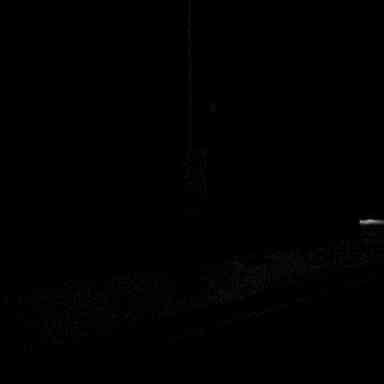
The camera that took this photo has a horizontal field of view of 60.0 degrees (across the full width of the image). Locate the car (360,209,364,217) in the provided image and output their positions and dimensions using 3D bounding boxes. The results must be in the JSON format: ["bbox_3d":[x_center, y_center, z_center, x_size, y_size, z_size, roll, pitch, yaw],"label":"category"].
[{"bbox_3d":[11.182,1.378,26.174,1.994,1.385,4.181,0,1,-36],"label":"car"}]
